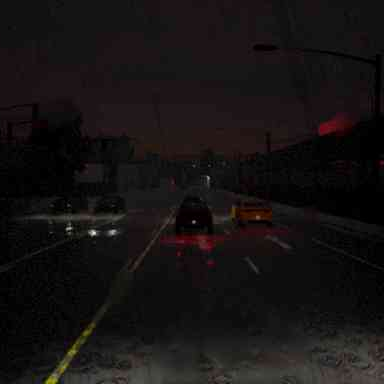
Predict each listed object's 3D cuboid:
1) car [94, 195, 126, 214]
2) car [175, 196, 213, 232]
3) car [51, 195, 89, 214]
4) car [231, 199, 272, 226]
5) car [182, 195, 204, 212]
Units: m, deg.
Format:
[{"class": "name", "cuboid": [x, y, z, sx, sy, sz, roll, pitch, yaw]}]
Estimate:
[{"class": "car", "cuboid": [-7.014, 1.030, 28.848, 1.882, 1.535, 5.008, 0, 1, 0]}, {"class": "car", "cuboid": [0.096, 1.224, 18.343, 1.882, 1.535, 5.008, 0, 1, 0]}, {"class": "car", "cuboid": [-10.512, 1.029, 28.968, 1.882, 1.535, 5.008, 0, 1, 0]}, {"class": "car", "cuboid": [3.595, 1.185, 20.646, 1.882, 1.535, 5.008, 0, 1, 0]}, {"class": "car", "cuboid": [0.020, 1.054, 31.629, 1.994, 1.385, 4.181, 0, 1, -2]}]
